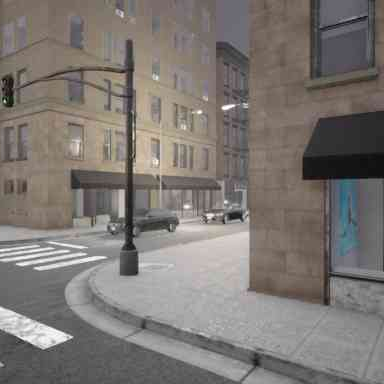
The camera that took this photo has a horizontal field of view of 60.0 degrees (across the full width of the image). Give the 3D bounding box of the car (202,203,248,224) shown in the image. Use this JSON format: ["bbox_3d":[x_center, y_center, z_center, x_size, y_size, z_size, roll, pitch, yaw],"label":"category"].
[{"bbox_3d":[2.697,1.640,26.285,2.128,1.511,4.902,0,0,35],"label":"car"}]

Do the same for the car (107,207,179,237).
[{"bbox_3d":[-2.604,1.620,18.810,1.812,1.442,4.674,0,0,37],"label":"car"}]
